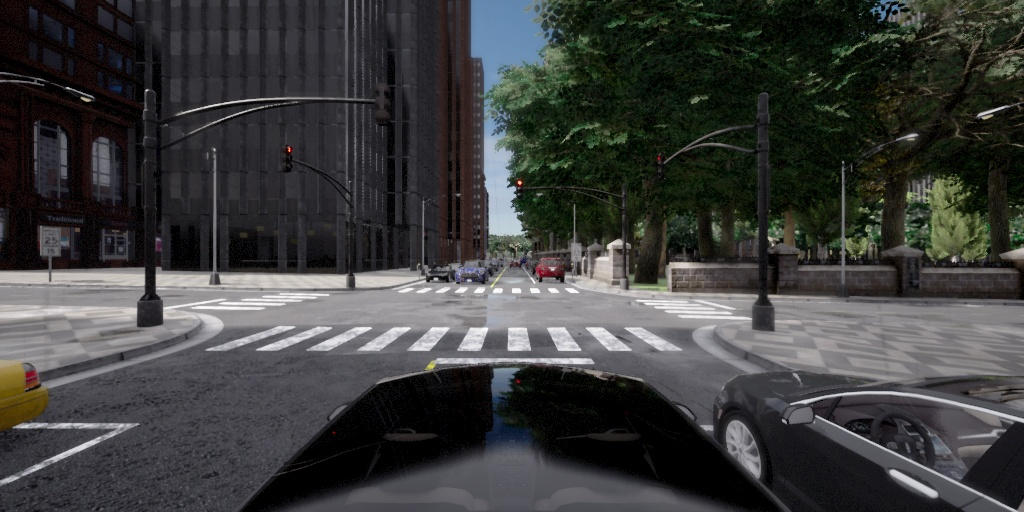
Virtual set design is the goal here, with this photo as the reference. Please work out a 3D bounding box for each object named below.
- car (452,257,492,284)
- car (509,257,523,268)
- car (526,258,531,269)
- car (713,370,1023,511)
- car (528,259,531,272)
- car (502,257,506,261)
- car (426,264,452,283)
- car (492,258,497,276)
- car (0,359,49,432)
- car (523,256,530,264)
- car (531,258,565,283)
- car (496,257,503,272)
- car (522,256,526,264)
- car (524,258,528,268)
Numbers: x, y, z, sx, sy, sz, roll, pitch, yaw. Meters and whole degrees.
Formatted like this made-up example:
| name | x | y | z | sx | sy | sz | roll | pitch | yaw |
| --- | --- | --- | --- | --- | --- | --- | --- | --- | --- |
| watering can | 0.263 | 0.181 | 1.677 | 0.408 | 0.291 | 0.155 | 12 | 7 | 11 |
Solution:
| name | x | y | z | sx | sy | sz | roll | pitch | yaw |
| --- | --- | --- | --- | --- | --- | --- | --- | --- | --- |
| car | -2.904 | 1.111 | 26.850 | 2.097 | 1.767 | 4.553 | 0 | 0 | 0 |
| car | 0.554 | 1.322 | 61.261 | 1.812 | 1.442 | 4.674 | 0 | 0 | 0 |
| car | 3.100 | 1.328 | 44.757 | 2.007 | 1.370 | 4.403 | 0 | 0 | 0 |
| car | 2.760 | 1.300 | 1.725 | 2.007 | 1.370 | 4.403 | 0 | 0 | 0 |
| car | 3.057 | 1.337 | 39.301 | 1.948 | 1.339 | 4.313 | 0 | 0 | 0 |
| car | -2.526 | 1.362 | 62.594 | 1.994 | 1.385 | 4.181 | 0 | 0 | 1 |
| car | -5.554 | 1.326 | 28.447 | 1.948 | 1.339 | 4.313 | 0 | 0 | 0 |
| car | -2.824 | 1.274 | 36.984 | 1.837 | 1.490 | 4.892 | 0 | 0 | 1 |
| car | -5.766 | 1.275 | 1.613 | 1.751 | 1.417 | 4.829 | 0 | 0 | 0 |
| car | 3.186 | 1.230 | 55.670 | 1.967 | 1.591 | 4.097 | 0 | 0 | 0 |
| car | 2.971 | 1.075 | 28.389 | 2.192 | 1.841 | 5.009 | 0 | 0 | 0 |
| car | -2.735 | 1.272 | 47.372 | 2.128 | 1.511 | 4.902 | 0 | 0 | 0 |
| car | 3.229 | 1.236 | 61.126 | 1.967 | 1.591 | 4.097 | 0 | 0 | 0 |
| car | 3.143 | 1.334 | 50.214 | 2.007 | 1.370 | 4.403 | 0 | 0 | 0 |
